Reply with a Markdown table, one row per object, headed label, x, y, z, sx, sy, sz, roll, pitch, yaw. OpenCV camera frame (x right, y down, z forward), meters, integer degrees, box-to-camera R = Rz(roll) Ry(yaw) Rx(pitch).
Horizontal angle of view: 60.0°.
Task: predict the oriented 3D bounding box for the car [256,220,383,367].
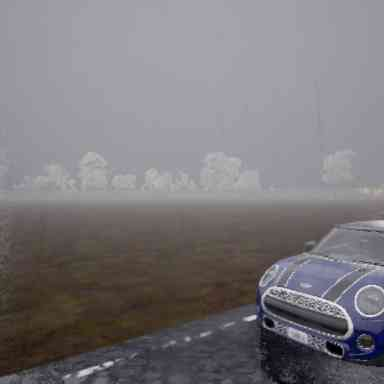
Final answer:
| label | x | y | z | sx | sy | sz | roll | pitch | yaw |
| --- | --- | --- | --- | --- | --- | --- | --- | --- | --- |
| car | 3.220 | 1.335 | 5.848 | 4.553 | 1.767 | 2.097 | 0 | 0 | -37 |
